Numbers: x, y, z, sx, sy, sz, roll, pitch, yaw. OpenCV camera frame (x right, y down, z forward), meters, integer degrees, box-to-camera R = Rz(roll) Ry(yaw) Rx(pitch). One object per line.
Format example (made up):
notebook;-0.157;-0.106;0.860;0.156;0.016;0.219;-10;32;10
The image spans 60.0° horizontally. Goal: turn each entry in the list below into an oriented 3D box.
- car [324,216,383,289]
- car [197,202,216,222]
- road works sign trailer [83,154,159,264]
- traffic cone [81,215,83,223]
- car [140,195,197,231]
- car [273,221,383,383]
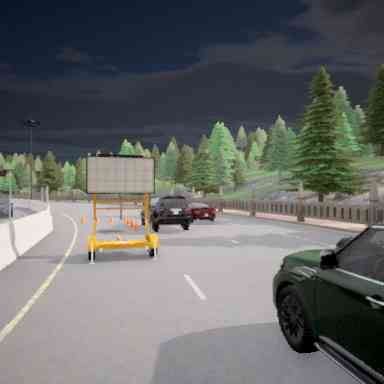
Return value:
car;5.386;1.504;7.864;1.837;1.490;4.892;0;0;-11
car;0.146;1.477;25.797;1.882;1.535;5.008;0;0;-21
road works sign trailer;-2.563;0.464;11.988;2.380;3.560;2.880;0;0;-17
traffic cone;-7.859;1.955;23.957;0.340;0.580;0.340;0;0;-17
car;-1.760;1.223;20.831;2.150;2.045;5.566;0;0;-19
car;2.752;1.220;3.147;2.150;2.045;5.566;0;0;-10
